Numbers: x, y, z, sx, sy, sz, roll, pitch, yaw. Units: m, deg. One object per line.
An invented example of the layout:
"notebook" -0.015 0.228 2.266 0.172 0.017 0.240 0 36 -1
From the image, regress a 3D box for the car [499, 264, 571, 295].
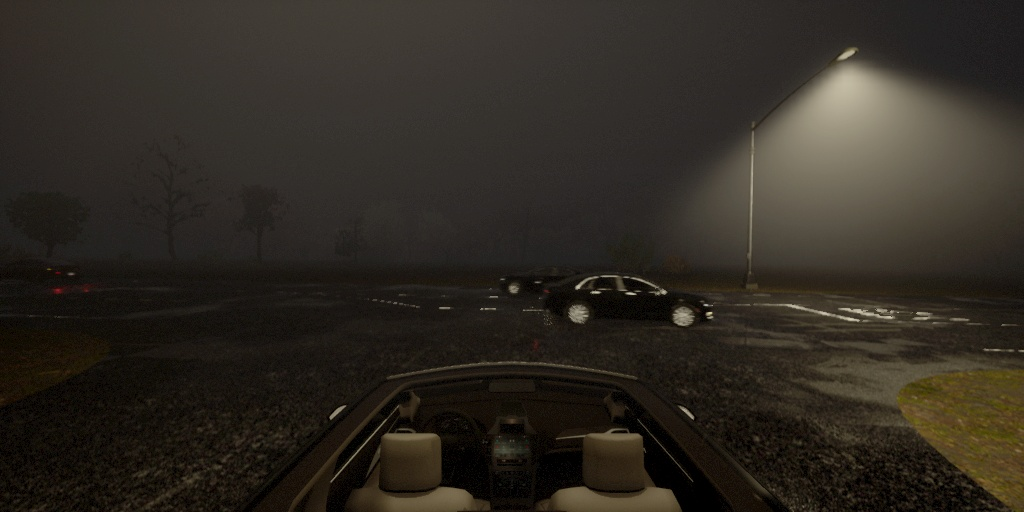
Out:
"car" 1.842 1.180 18.152 5.008 1.535 1.882 1 1 6

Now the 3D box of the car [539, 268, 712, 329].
"car" 3.384 1.268 10.949 4.892 1.490 1.837 1 0 6

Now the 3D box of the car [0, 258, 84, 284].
"car" -28.291 0.844 21.399 4.674 1.442 1.812 1 1 6
